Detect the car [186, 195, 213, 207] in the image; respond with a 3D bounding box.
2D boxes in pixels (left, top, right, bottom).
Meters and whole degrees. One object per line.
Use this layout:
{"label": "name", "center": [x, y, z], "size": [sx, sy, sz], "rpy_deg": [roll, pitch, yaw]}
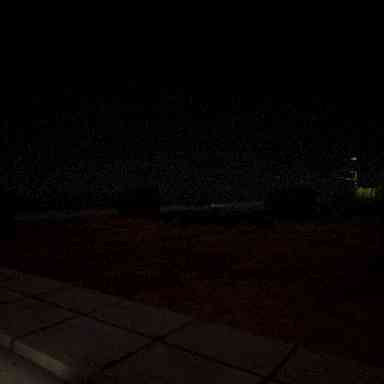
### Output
{"label": "car", "center": [1.136, 1.278, 49.648], "size": [2.097, 1.767, 4.553], "rpy_deg": [0, 0, 39]}
